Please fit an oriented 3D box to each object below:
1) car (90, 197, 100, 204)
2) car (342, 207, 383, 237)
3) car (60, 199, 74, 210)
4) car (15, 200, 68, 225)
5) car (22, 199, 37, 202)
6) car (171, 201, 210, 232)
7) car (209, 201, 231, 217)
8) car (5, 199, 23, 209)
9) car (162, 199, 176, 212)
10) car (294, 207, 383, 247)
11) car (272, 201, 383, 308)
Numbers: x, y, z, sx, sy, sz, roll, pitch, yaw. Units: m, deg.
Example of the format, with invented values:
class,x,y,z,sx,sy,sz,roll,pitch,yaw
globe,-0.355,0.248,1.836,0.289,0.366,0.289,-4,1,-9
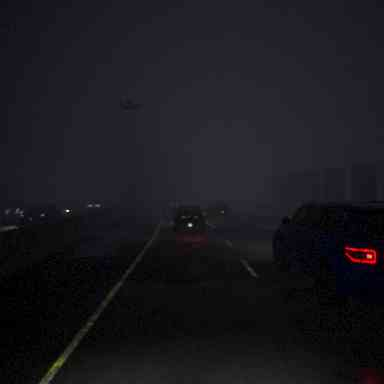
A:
class,x,y,z,sx,sy,sz,roll,pitch,yaw
car,-19.514,1.748,66.818,1.895,1.301,4.718,0,0,-18
car,10.402,1.597,18.507,1.895,1.301,4.718,0,0,-2
car,-17.707,1.668,46.337,1.812,1.442,4.674,0,0,-11
car,-11.279,1.609,25.226,1.812,1.442,4.674,0,0,-4
car,-21.059,1.753,45.333,1.895,1.301,4.718,0,0,-11
car,-0.228,1.542,20.622,1.837,1.490,4.892,0,0,-3
car,2.447,1.572,31.715,1.812,1.442,4.674,0,0,-6
car,-25.302,1.720,48.350,2.033,1.411,5.357,0,0,-12
car,-2.862,1.612,44.214,1.812,1.442,4.674,0,0,-11
car,6.952,1.552,16.395,2.033,1.411,5.357,0,0,-2
car,3.602,1.224,8.057,2.150,2.045,5.566,0,0,-1
